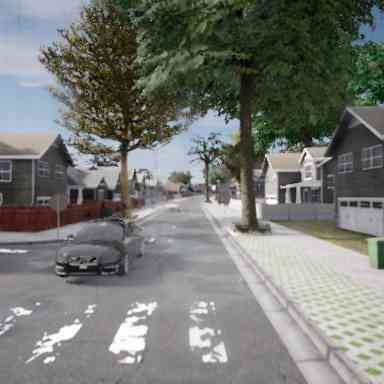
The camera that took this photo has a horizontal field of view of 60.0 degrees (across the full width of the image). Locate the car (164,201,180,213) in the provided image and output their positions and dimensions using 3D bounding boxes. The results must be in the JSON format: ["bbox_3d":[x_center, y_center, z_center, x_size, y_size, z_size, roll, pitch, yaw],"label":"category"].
[{"bbox_3d":[-2.538,1.886,43.583,1.812,1.442,4.674,0,0,0],"label":"car"}]

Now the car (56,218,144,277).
[{"bbox_3d":[-2.707,1.643,10.743,1.837,1.490,4.892,0,0,0],"label":"car"}]
